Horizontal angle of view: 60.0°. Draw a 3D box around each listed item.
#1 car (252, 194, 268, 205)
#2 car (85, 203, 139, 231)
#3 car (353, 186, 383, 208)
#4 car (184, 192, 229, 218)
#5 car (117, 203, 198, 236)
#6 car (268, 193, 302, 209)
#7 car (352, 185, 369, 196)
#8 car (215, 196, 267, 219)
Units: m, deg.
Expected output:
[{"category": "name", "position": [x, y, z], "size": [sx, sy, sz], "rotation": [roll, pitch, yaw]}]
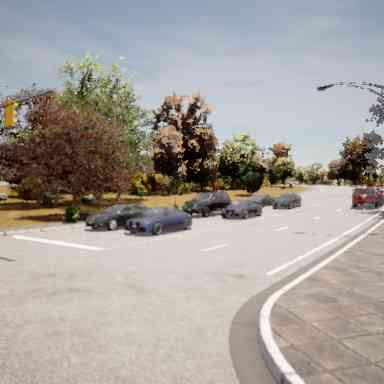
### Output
[{"category": "car", "position": [7.651, 0.948, 37.846], "size": [2.033, 1.411, 5.357], "rotation": [0, 3, 36]}, {"category": "car", "position": [-4.472, 1.510, 21.154], "size": [1.837, 1.490, 4.892], "rotation": [0, 1, 36]}, {"category": "car", "position": [17.823, 0.470, 33.668], "size": [2.150, 2.045, 5.566], "rotation": [0, 3, 36]}, {"category": "car", "position": [1.388, 1.022, 29.238], "size": [2.150, 2.045, 5.566], "rotation": [0, 2, 36]}, {"category": "car", "position": [-1.824, 1.564, 18.841], "size": [1.994, 1.385, 4.181], "rotation": [0, 1, 36]}, {"category": "car", "position": [10.166, 0.920, 35.354], "size": [1.837, 1.490, 4.892], "rotation": [0, 3, 36]}, {"category": "car", "position": [26.404, -0.226, 51.992], "size": [1.882, 1.535, 5.008], "rotation": [0, 3, 33]}, {"category": "car", "position": [4.054, 1.364, 26.946], "size": [1.994, 1.385, 4.181], "rotation": [0, 2, 36]}]
